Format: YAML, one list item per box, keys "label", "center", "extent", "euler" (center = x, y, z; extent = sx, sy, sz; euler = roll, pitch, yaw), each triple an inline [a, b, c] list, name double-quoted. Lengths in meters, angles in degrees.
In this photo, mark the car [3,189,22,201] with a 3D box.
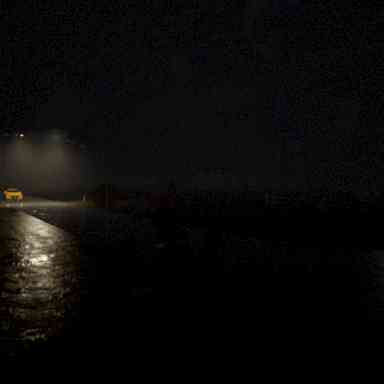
- label: "car"
  center: [-24.610, 0.354, 45.640]
  extent: [1.882, 1.535, 5.008]
  euler: [0, 2, -35]
